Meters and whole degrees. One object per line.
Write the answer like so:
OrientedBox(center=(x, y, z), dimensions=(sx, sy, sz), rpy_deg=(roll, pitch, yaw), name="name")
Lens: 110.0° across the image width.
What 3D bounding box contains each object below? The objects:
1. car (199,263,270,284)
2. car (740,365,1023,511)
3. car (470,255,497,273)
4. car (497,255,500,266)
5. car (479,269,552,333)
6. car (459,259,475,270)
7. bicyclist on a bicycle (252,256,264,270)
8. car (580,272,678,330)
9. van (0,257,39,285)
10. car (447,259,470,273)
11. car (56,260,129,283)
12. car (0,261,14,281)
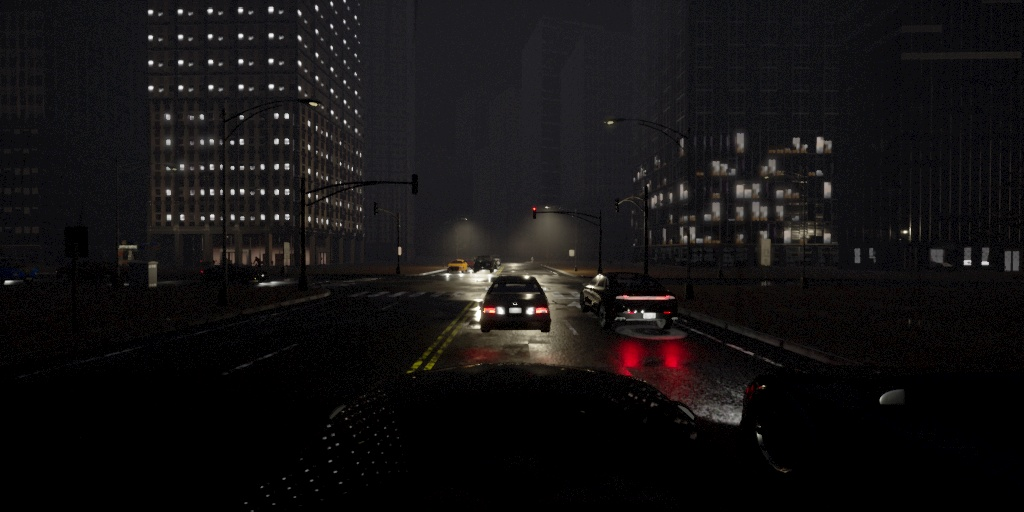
OrientedBox(center=(-19.961, 1.227, 25.903), dimensions=(4.181, 1.385, 1.994), rpy_deg=(0, 0, 1), name="car")
OrientedBox(center=(3.354, 1.314, 1.988), dimensions=(1.994, 1.385, 4.181), rpy_deg=(0, 0, 0), name="car")
OrientedBox(center=(-3.302, 0.937, 42.942), dimensions=(2.150, 2.045, 5.566), rpy_deg=(0, 0, 0), name="car")
OrientedBox(center=(-3.289, 1.049, 52.896), dimensions=(2.097, 1.767, 4.553), rpy_deg=(0, 0, 0), name="car")
OrientedBox(center=(0.109, 1.294, 10.732), dimensions=(2.033, 1.411, 5.357), rpy_deg=(0, 0, 1), name="car")
OrientedBox(center=(-6.538, 1.223, 52.677), dimensions=(1.812, 1.442, 4.674), rpy_deg=(0, 0, 0), name="car")
OrientedBox(center=(-24.667, 0.868, 34.762), dimensions=(0.582, 1.620, 1.656), rpy_deg=(0, 1, 1), name="bicyclist on a bicycle")
OrientedBox(center=(3.356, 1.238, 11.145), dimensions=(2.128, 1.511, 4.902), rpy_deg=(0, 0, 0), name="car")
OrientedBox(center=(-33.910, 0.960, 23.682), dimensions=(3.998, 1.789, 1.690), rpy_deg=(0, 0, 1), name="van")
OrientedBox(center=(-6.550, 1.193, 43.265), dimensions=(1.882, 1.535, 5.008), rpy_deg=(0, 0, 0), name="car")
OrientedBox(center=(-30.053, 1.093, 26.166), dimensions=(5.008, 1.535, 1.882), rpy_deg=(0, 0, 2), name="car")
OrientedBox(center=(-40.295, 1.093, 26.451), dimensions=(4.674, 1.442, 1.812), rpy_deg=(0, 0, 2), name="car")
